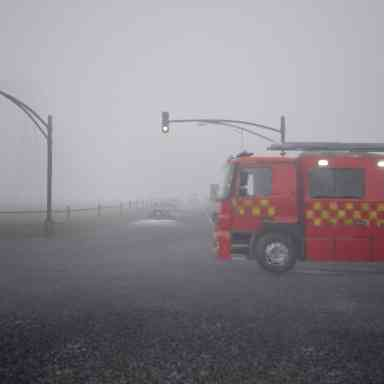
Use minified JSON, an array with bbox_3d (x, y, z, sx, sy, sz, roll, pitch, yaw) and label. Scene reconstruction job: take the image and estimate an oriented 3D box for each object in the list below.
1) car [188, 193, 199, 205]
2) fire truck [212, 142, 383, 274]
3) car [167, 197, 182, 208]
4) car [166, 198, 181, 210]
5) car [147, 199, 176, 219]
[{"bbox_3d":[0.255,1.503,59.571,1.882,1.535,5.008,0,0,0],"label":"car"},{"bbox_3d":[4.963,0.461,10.695,8.468,3.827,2.891,1,-1,0],"label":"fire truck"},{"bbox_3d":[-2.605,1.567,51.338,2.033,1.411,5.357,0,0,1],"label":"car"},{"bbox_3d":[-2.684,1.489,39.235,1.882,1.535,5.008,0,0,1],"label":"car"},{"bbox_3d":[-2.736,1.571,29.055,1.994,1.385,4.181,0,0,1],"label":"car"}]
